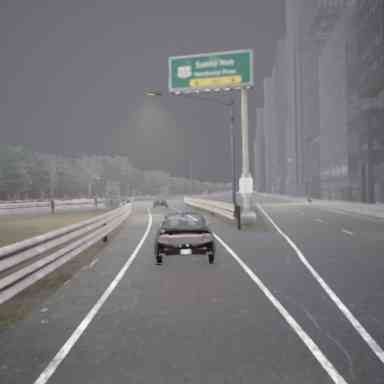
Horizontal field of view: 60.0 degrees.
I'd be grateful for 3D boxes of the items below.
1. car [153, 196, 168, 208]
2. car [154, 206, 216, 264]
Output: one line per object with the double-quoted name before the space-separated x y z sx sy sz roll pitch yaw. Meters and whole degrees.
"car" -4.704 1.408 49.638 2.097 1.767 4.553 -1 0 -6
"car" -0.296 1.452 11.698 2.128 1.511 4.902 -1 0 -3
